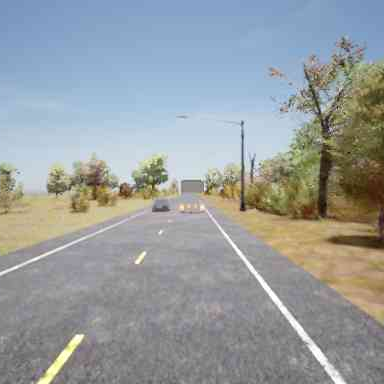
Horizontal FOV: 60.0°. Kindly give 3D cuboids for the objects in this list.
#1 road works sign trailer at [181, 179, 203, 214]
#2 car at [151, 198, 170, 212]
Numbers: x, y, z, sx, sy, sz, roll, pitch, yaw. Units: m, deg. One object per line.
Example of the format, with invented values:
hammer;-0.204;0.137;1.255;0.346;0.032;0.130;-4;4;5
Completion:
road works sign trailer;0.005;0.453;35.389;2.380;3.560;2.880;0;0;0
car;-3.582;1.490;38.832;1.837;1.490;4.892;0;0;0
